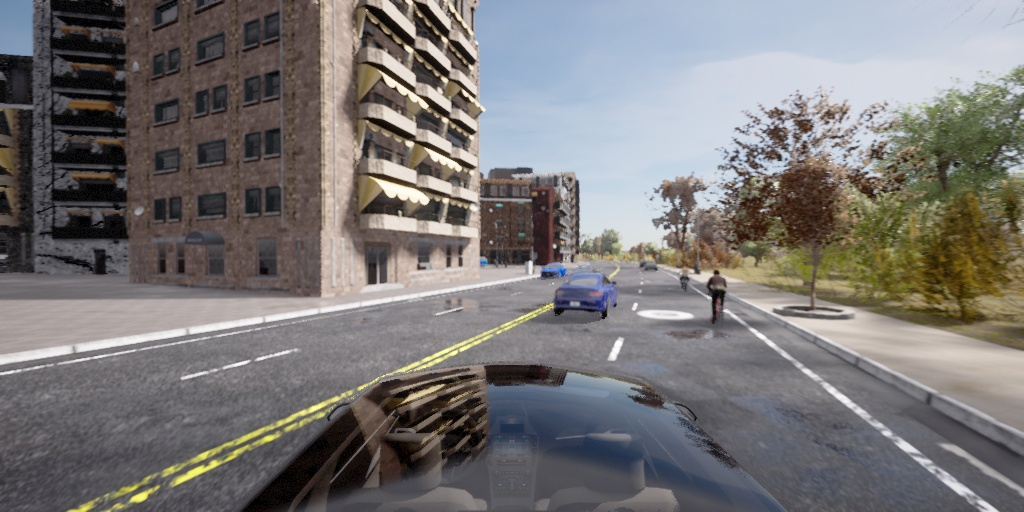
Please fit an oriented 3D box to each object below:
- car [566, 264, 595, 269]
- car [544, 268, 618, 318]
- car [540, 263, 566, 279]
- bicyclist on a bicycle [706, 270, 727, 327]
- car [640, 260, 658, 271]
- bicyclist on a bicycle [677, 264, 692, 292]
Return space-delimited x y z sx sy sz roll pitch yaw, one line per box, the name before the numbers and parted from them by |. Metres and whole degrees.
car | 6.778 1.494 33.314 2.033 1.411 5.357 0 0 20
car | 2.831 1.346 13.351 1.812 1.442 4.674 0 0 22
car | 4.229 1.451 35.824 1.882 1.535 5.008 0 -1 20
bicyclist on a bicycle | 6.132 1.243 10.699 0.582 1.620 1.656 0 -1 22
car | 21.788 1.586 56.385 2.033 1.411 5.357 0 0 17
bicyclist on a bicycle | 10.212 1.284 21.193 0.866 1.612 1.509 0 0 21
